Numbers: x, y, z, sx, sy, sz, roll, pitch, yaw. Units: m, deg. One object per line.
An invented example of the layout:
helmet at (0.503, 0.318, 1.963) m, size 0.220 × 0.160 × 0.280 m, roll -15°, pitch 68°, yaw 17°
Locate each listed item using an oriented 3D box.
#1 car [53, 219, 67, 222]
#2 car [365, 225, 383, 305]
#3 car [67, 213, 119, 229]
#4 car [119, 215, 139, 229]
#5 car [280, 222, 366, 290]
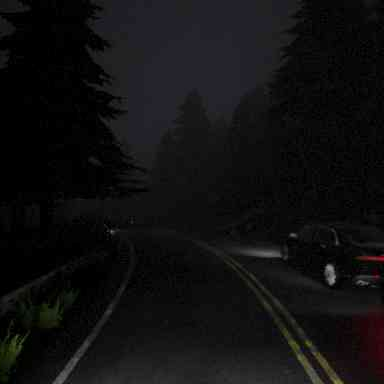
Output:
car at (-16.288, 4.207, 40.613) m, size 2.097 × 1.767 × 4.553 m, roll 5°, pitch -11°, yaw -43°
car at (4.182, 1.280, 3.144) m, size 2.150 × 2.045 × 5.566 m, roll 1°, pitch 0°, yaw 1°
car at (-8.626, 2.543, 28.658) m, size 2.033 × 1.411 × 5.357 m, roll 5°, pitch -8°, yaw -39°
car at (-6.855, 2.891, 31.742) m, size 1.994 × 1.385 × 4.181 m, roll 5°, pitch -9°, yaw -43°
car at (4.056, 1.602, 9.398) m, size 1.837 × 1.490 × 4.892 m, roll 1°, pitch 0°, yaw -5°
